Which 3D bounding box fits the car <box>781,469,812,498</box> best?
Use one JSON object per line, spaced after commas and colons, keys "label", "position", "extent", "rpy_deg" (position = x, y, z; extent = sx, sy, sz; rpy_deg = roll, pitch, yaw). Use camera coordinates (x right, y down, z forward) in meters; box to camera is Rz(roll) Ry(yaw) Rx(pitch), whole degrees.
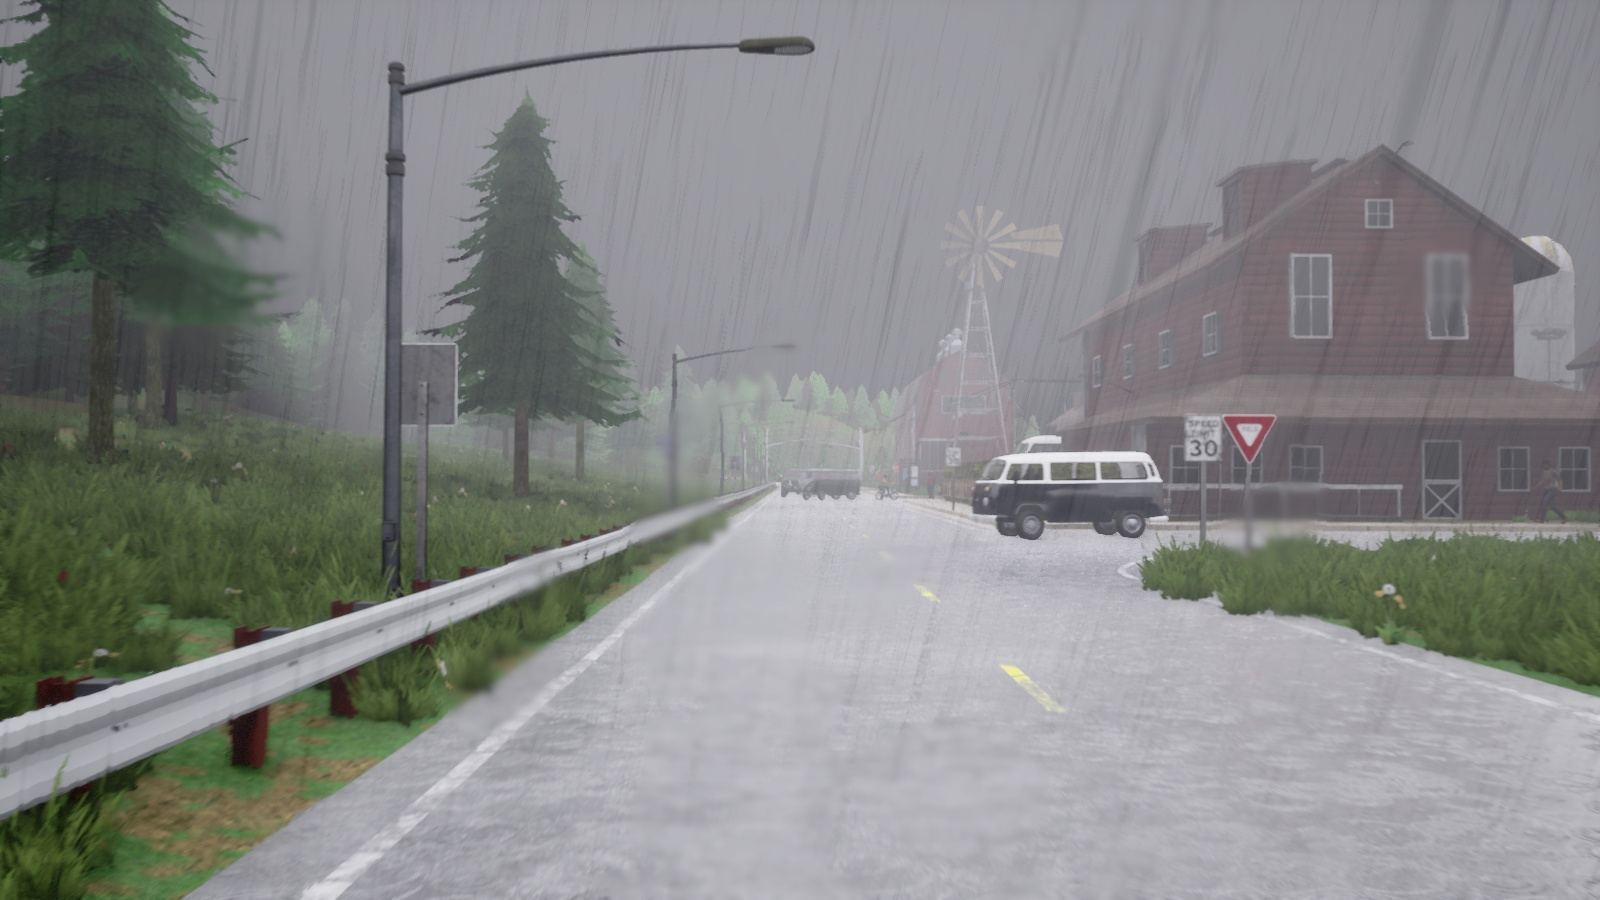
{"label": "car", "position": [-0.223, 2.376, 90.540], "extent": [2.150, 2.045, 5.566], "rpy_deg": [0, -1, 0]}

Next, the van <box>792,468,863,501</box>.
{"label": "van", "position": [1.768, 2.176, 79.290], "extent": [4.442, 1.987, 1.775], "rpy_deg": [1, -2, -42]}

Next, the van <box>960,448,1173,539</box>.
{"label": "van", "position": [6.284, 1.023, 29.915], "extent": [4.480, 2.038, 2.069], "rpy_deg": [0, -2, -8]}

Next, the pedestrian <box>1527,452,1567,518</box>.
{"label": "pedestrian", "position": [20.590, 0.955, 34.623], "extent": [0.869, 1.805, 0.328], "rpy_deg": [0, -1, 1]}

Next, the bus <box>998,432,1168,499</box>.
{"label": "bus", "position": [18.517, 1.046, 82.670], "extent": [10.273, 4.253, 3.944], "rpy_deg": [0, -1, -1]}
